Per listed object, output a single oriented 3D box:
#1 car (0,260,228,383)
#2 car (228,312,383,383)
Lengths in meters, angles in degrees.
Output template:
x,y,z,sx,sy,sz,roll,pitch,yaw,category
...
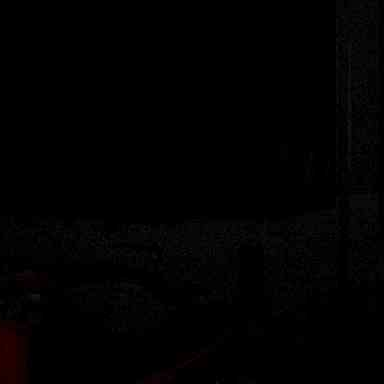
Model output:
x,y,z,sx,sy,sz,roll,pitch,yaw,category
-1.640,1.545,4.130,4.507,1.381,1.887,0,0,35,car
2.849,1.315,0.930,5.009,1.841,2.192,0,0,35,car
